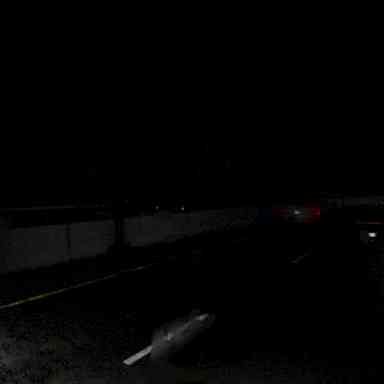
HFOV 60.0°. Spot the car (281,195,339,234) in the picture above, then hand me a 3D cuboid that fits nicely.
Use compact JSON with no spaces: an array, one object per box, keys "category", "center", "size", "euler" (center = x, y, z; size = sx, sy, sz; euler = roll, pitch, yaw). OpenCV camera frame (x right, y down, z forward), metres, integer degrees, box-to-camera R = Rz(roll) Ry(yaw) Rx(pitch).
[{"category":"car","center":[6.846,1.173,19.056],"size":[2.150,2.045,5.566],"euler":[0,0,33]}]

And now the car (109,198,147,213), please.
[{"category":"car","center":[-6.933,1.445,36.546],"size":[1.812,1.442,4.674],"euler":[0,0,34]}]

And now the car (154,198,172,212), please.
[{"category":"car","center":[-2.252,1.407,37.186],"size":[2.128,1.511,4.902],"euler":[0,0,35]}]

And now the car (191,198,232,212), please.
[{"category":"car","center":[2.116,1.491,31.175],"size":[1.994,1.385,4.181],"euler":[0,0,34]}]

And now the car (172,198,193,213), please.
[{"category":"car","center":[0.466,1.410,34.975],"size":[2.128,1.511,4.902],"euler":[0,0,35]}]

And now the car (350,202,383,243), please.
[{"category":"car","center":[8.438,1.451,15.109],"size":[2.128,1.511,4.902],"euler":[0,0,33]}]
